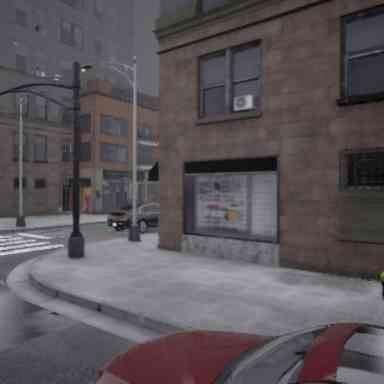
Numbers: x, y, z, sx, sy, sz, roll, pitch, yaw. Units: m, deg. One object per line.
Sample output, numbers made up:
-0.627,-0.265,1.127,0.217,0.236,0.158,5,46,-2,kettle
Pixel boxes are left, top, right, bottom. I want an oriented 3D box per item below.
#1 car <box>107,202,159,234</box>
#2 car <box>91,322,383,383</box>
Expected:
-2.428,1.338,18.364,1.837,1.490,4.892,0,1,35,car
1.049,1.580,2.062,4.206,1.307,1.802,1,0,36,car
